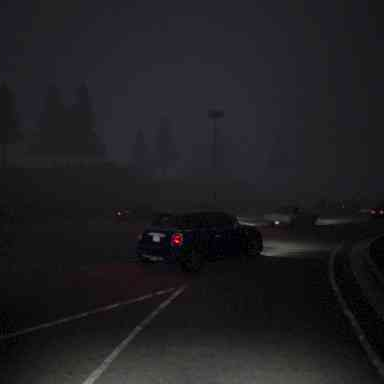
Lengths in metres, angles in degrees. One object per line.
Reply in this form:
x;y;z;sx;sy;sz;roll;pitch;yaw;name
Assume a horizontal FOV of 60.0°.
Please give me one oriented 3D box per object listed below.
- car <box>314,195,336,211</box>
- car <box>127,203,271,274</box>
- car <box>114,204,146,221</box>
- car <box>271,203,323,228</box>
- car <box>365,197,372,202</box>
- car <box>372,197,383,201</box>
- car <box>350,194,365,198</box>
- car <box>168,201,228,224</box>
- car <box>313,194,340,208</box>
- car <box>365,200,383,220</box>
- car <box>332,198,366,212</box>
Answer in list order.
18.282;1.529;45.041;2.097;1.767;4.553;0;0;44;car
0.438;1.380;11.077;2.097;1.767;4.553;0;0;44;car
-4.125;1.612;26.588;1.994;1.385;4.181;0;0;44;car
6.995;1.683;23.036;1.895;1.301;4.718;0;0;44;car
34.914;1.638;62.639;2.097;1.767;4.553;0;0;44;car
24.406;1.669;41.321;1.882;1.535;5.008;0;0;44;car
32.768;1.506;65.470;2.150;2.045;5.566;0;0;44;car
0.590;1.543;26.461;1.882;1.535;5.008;0;0;44;car
21.697;1.434;53.704;2.150;2.045;5.566;0;0;44;car
16.785;1.678;28.243;2.033;1.411;5.357;0;0;44;car
19.473;1.736;41.216;1.994;1.385;4.181;0;0;44;car
